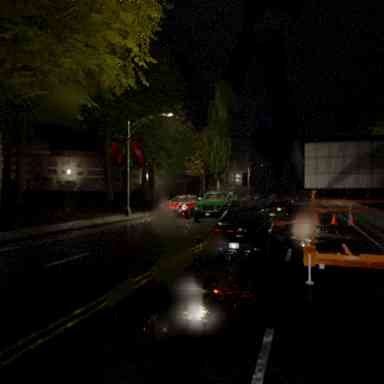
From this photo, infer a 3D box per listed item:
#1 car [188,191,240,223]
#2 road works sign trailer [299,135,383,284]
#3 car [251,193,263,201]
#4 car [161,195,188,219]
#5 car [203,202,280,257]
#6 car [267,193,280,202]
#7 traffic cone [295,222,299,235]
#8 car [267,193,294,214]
[{"bbox_3d":[1.809,0.938,22.356,2.150,2.045,5.566,0,1,19],"label":"car"},{"bbox_3d":[4.157,0.350,8.769,2.380,3.560,2.880,0,1,19],"label":"road works sign trailer"},{"bbox_3d":[12.451,0.904,63.479,1.812,1.442,4.674,0,0,19],"label":"car"},{"bbox_3d":[-0.661,1.034,25.184,2.097,1.767,4.553,0,1,19],"label":"car"},{"bbox_3d":[2.066,1.343,12.416,1.837,1.490,4.892,0,1,19],"label":"car"},{"bbox_3d":[14.988,0.907,60.884,1.837,1.490,4.892,0,0,19],"label":"car"},{"bbox_3d":[5.106,1.753,15.860,0.340,0.580,0.340,0,1,19],"label":"traffic cone"},{"bbox_3d":[8.026,1.146,29.908,1.837,1.490,4.892,0,1,19],"label":"car"}]
